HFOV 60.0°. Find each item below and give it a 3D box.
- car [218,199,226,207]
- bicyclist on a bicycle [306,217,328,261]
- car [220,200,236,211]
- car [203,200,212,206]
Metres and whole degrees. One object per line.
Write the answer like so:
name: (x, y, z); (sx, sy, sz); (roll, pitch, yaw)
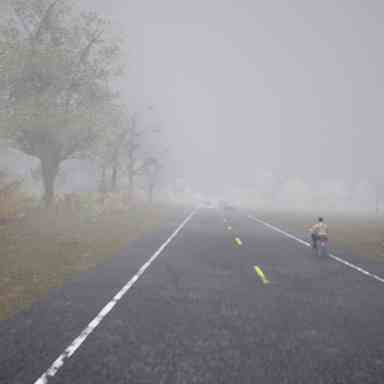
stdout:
car: (6.891, 2.359, 72.969); (2.097, 1.767, 4.553); (2, -1, 3)
bicyclist on a bicycle: (4.912, 1.767, 12.860); (0.866, 1.612, 1.509); (2, -1, 3)
car: (6.114, 2.399, 55.073); (1.895, 1.301, 4.718); (2, -1, 3)
car: (3.599, 2.510, 77.466); (1.895, 1.301, 4.718); (2, -1, 3)
